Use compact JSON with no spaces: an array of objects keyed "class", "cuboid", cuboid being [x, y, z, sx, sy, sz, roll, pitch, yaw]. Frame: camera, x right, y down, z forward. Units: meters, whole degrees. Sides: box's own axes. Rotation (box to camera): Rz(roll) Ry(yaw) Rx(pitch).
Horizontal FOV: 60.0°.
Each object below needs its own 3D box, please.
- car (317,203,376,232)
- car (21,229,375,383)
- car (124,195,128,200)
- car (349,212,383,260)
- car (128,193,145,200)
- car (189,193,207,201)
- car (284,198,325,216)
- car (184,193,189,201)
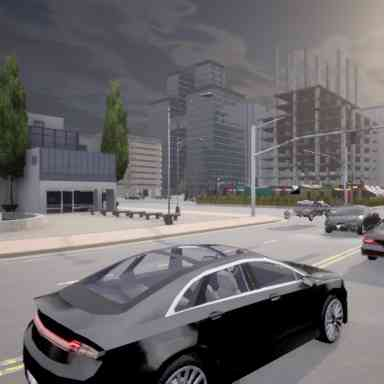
[{"class":"car","cuboid":[8.972,1.507,18.449,1.837,1.490,4.892,0,-1,42]},{"class":"car","cuboid":[0.386,1.492,4.606,4.902,1.511,2.128,0,0,-41]},{"class":"car","cuboid":[-16.501,1.153,92.036,1.932,1.855,4.605,0,0,43]},{"class":"car","cuboid":[7.508,1.548,11.530,2.033,1.411,5.357,0,0,43]},{"class":"car","cuboid":[-14.440,1.156,90.002,1.905,1.878,3.866,0,0,43]},{"class":"car","cuboid":[1.901,1.395,74.508,1.970,1.475,3.806,0,0,43]},{"class":"car","cuboid":[7.868,1.139,22.423,1.812,1.442,4.674,0,0,42]},{"class":"car","cuboid":[-0.190,1.156,76.511,1.905,1.878,3.866,0,0,43]}]
